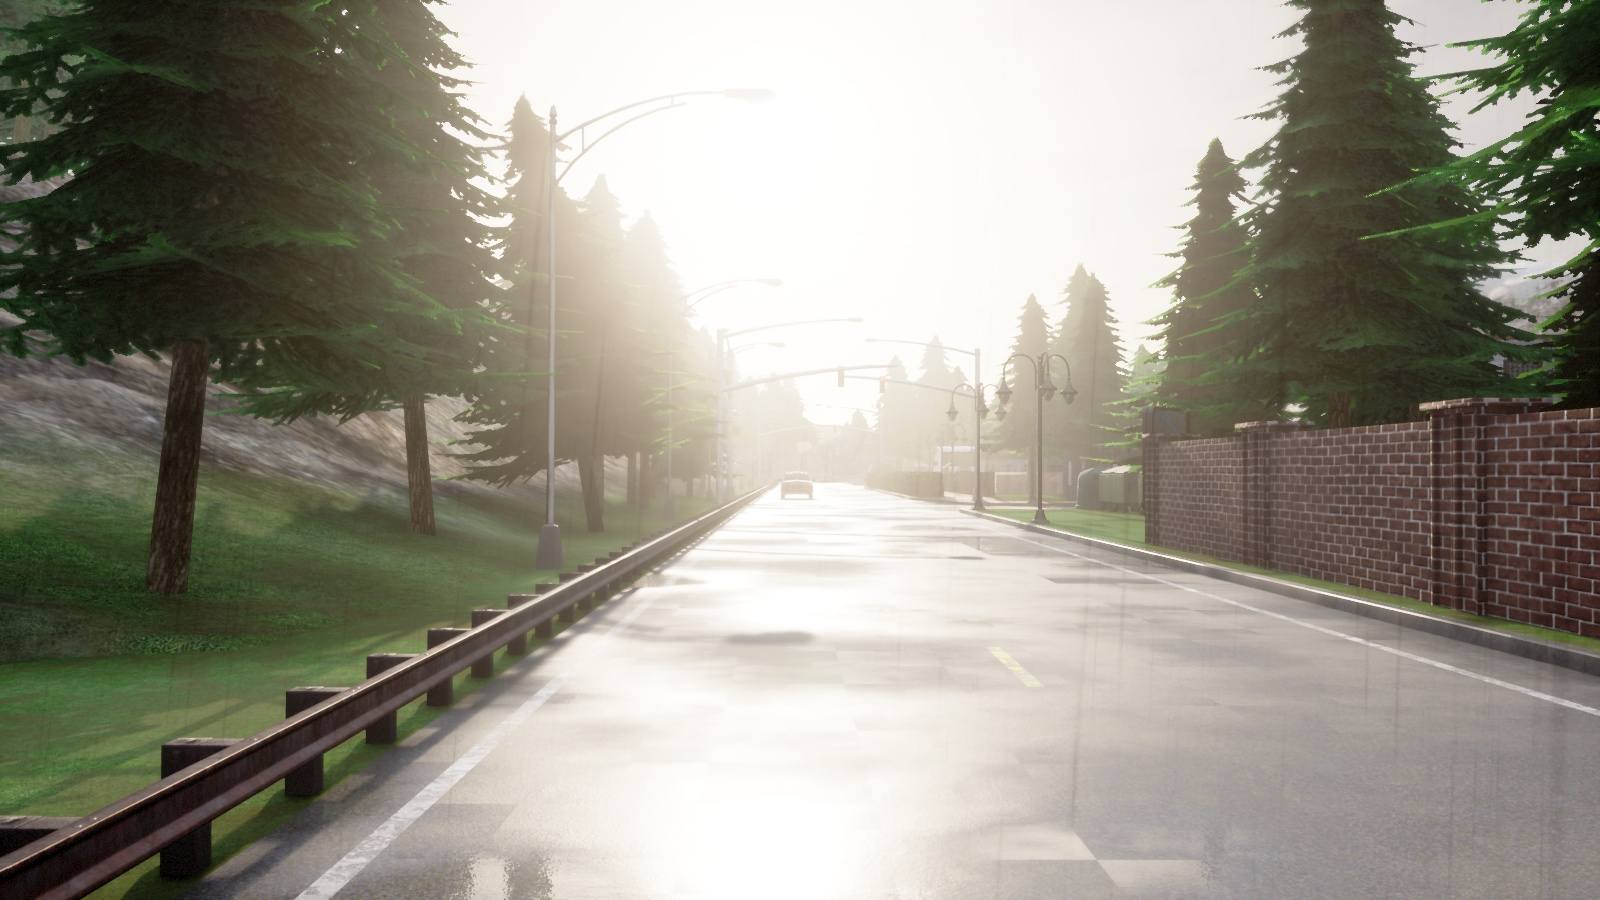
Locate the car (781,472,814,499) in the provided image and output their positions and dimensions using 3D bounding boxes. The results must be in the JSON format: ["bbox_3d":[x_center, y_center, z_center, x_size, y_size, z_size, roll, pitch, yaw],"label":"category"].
[{"bbox_3d":[-0.162,2.029,72.178,1.837,1.490,4.892,0,-1,0],"label":"car"}]
